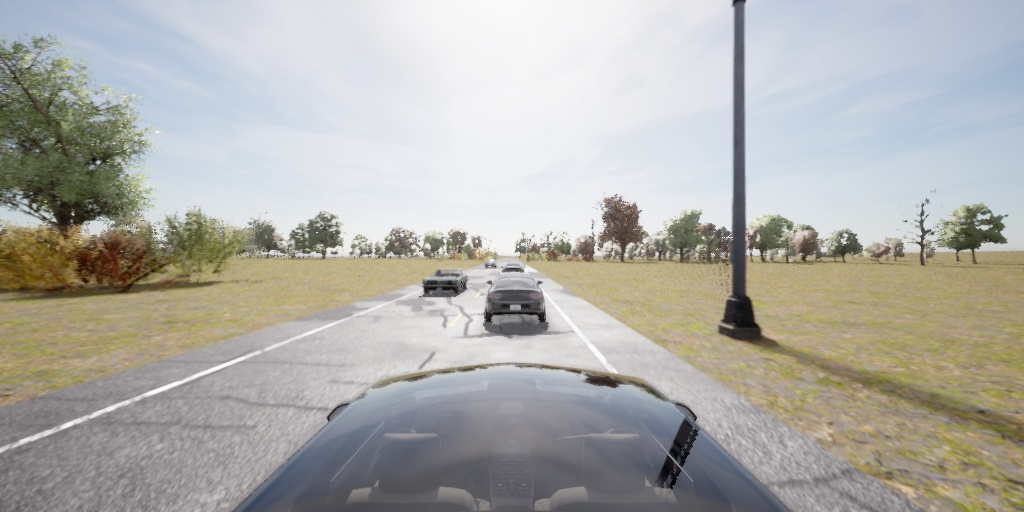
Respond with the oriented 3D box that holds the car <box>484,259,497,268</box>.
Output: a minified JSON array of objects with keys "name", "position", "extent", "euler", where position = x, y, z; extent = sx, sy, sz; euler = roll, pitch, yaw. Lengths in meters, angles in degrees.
[{"name":"car","position":[-3.543,1.234,59.969],"extent":[2.128,1.511,4.902],"euler":[0,0,1]}]

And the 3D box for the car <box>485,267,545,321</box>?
[{"name":"car","position":[0.101,1.275,12.344],"extent":[1.812,1.442,4.674],"euler":[0,0,0]}]

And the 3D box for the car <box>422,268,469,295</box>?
[{"name":"car","position":[-3.600,1.349,20.007],"extent":[1.895,1.301,4.718],"euler":[0,0,0]}]

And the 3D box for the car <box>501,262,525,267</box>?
[{"name":"car","position":[0.100,1.252,30.401],"extent":[1.837,1.490,4.892],"euler":[0,0,0]}]
